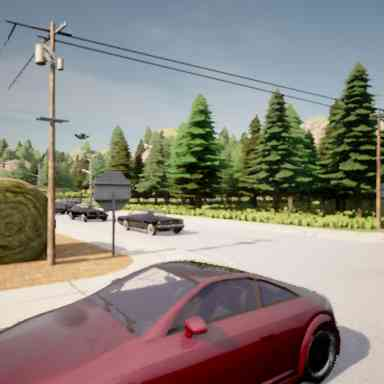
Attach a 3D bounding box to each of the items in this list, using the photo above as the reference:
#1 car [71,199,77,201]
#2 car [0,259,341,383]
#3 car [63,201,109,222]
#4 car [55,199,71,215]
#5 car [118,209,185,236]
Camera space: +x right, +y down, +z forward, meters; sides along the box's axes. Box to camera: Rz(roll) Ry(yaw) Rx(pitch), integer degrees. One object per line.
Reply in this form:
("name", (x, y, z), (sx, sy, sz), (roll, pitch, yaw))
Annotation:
("car", (-15.585, 1.589, 41.950), (2.128, 1.511, 4.902), (0, 0, -38))
("car", (-0.140, 1.575, 3.894), (4.181, 1.385, 1.994), (0, 0, -36))
("car", (-8.517, 1.683, 27.018), (1.895, 1.301, 4.718), (0, 0, -38))
("car", (-15.032, 1.627, 35.283), (2.033, 1.411, 5.357), (0, 0, -39))
("car", (-2.440, 1.686, 19.315), (1.895, 1.301, 4.718), (0, 0, -38))
